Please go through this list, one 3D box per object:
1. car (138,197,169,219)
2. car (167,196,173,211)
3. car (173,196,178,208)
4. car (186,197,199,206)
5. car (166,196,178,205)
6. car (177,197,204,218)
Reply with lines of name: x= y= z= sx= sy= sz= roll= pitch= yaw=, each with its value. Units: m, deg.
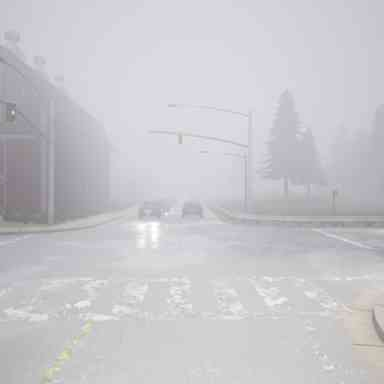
car: x=-3.568 y=1.491 z=29.596 sx=2.128 sy=1.511 sz=4.902 roll=0 pitch=0 yaw=0
car: x=-3.555 y=1.505 z=39.067 sx=1.837 sy=1.490 sz=4.892 roll=0 pitch=0 yaw=0
car: x=-3.539 y=1.526 z=49.332 sx=1.812 sy=1.442 sz=4.674 roll=0 pitch=0 yaw=0
car: x=0.062 y=1.547 z=55.877 sx=2.033 sy=1.411 sz=5.357 roll=0 pitch=0 yaw=0
car: x=-3.486 y=1.478 z=59.820 sx=1.882 sy=1.535 sz=5.008 roll=0 pitch=0 yaw=0
car: x=0.033 y=1.492 z=30.411 sx=2.128 sy=1.511 sz=4.902 roll=0 pitch=0 yaw=0
